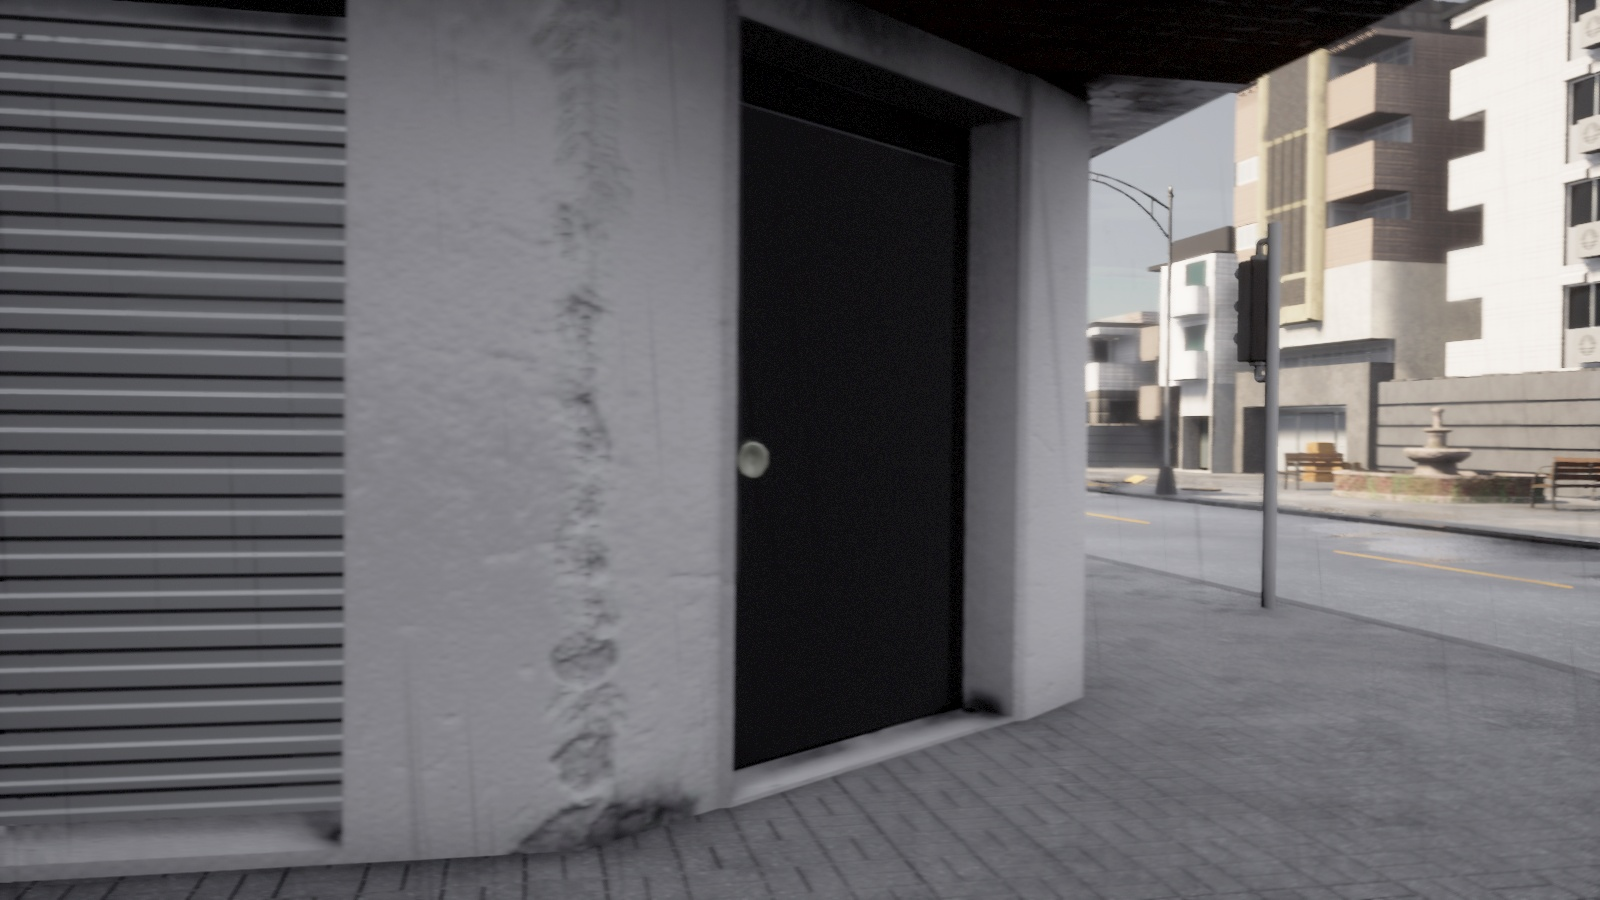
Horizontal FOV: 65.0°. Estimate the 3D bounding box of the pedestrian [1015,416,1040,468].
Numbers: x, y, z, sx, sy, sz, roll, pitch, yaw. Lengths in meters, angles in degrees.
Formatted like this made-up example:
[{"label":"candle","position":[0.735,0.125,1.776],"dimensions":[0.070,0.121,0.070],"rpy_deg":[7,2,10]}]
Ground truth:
[{"label":"pedestrian","position":[8.678,-0.313,47.859],"dimensions":[0.873,1.952,0.659],"rpy_deg":[0,1,14]}]
